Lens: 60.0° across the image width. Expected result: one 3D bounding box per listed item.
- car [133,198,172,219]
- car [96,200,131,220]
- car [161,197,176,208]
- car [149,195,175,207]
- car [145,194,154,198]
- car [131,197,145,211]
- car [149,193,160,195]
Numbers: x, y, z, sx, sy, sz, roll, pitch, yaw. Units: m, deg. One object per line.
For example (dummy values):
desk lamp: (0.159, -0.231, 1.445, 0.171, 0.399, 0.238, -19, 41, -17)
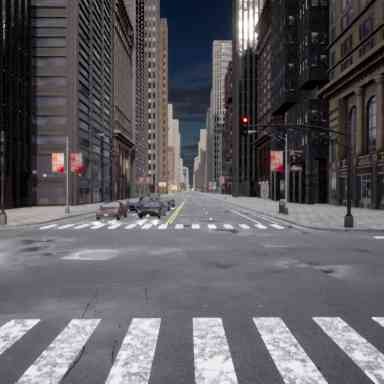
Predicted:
car: (-3.385, 1.531, 29.460, 2.033, 1.411, 5.357, 0, 0, 4)
car: (-6.656, 1.511, 28.024, 1.812, 1.442, 4.674, 0, 0, 0)
car: (-3.458, 1.511, 49.751, 2.033, 1.411, 5.357, 0, 0, 0)
car: (-3.428, 1.466, 39.200, 2.128, 1.511, 4.902, 0, 0, 0)
car: (-6.699, 1.471, 47.372, 1.837, 1.490, 4.892, 0, 0, 0)
car: (-6.677, 1.578, 37.132, 1.895, 1.301, 4.718, 0, 0, 0)
car: (-6.683, 1.171, 57.821, 2.150, 2.045, 5.566, 0, 0, 1)
